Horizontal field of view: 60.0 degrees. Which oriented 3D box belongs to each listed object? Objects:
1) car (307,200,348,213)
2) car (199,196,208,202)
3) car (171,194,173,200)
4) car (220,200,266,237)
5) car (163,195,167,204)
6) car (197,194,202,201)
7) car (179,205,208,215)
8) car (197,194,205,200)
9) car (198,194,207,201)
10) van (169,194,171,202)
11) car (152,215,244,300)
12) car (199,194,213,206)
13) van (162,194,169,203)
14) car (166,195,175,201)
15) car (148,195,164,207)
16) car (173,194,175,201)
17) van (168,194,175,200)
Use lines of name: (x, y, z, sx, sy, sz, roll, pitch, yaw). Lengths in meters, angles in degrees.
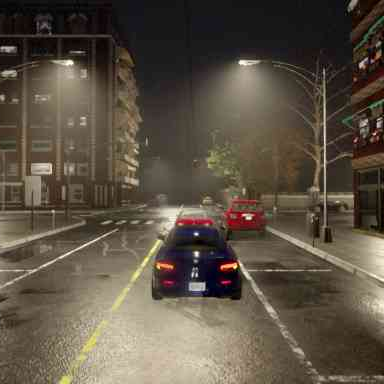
car: (15.178, 1.609, 37.224, 4.313, 1.339, 1.947, 0, -1, 0)
car: (2.628, 1.625, 78.362, 1.947, 1.339, 4.313, 1, 0, 0)
car: (-5.746, 1.635, 72.823, 1.802, 1.307, 4.206, 1, 0, 0)
car: (2.691, 1.323, 18.179, 2.192, 1.841, 5.009, 1, 0, 0)
car: (-5.730, 1.619, 56.207, 1.802, 1.307, 4.206, 1, 0, 0)
car: (2.634, 1.604, 72.823, 2.008, 1.369, 4.403, 1, 0, 0)
car: (0.083, 1.609, 17.990, 1.895, 1.301, 4.718, 0, 0, 0)
car: (2.617, 1.395, 94.975, 2.192, 1.841, 5.009, 1, 0, 0)
car: (2.628, 1.381, 83.900, 2.192, 1.841, 5.009, 1, 0, 0)
van: (-5.737, 1.388, 67.285, 1.690, 1.788, 3.998, 1, 0, 0)
car: (0.094, 1.529, 8.246, 1.812, 1.442, 4.674, 0, 0, 0)
car: (2.650, 1.562, 56.379, 1.752, 1.417, 4.829, 1, 0, 0)
van: (-5.731, 1.383, 61.746, 1.690, 1.788, 3.998, 1, 0, 0)
car: (-5.762, 1.624, 89.439, 2.008, 1.369, 4.403, 1, 0, 0)
car: (-5.725, 1.614, 50.670, 1.802, 1.307, 4.206, 1, 0, 0)
car: (-5.751, 1.610, 78.362, 2.008, 1.369, 4.403, 1, 0, 0)
van: (-5.763, 1.421, 94.978, 1.690, 1.788, 3.998, 1, 0, 0)
